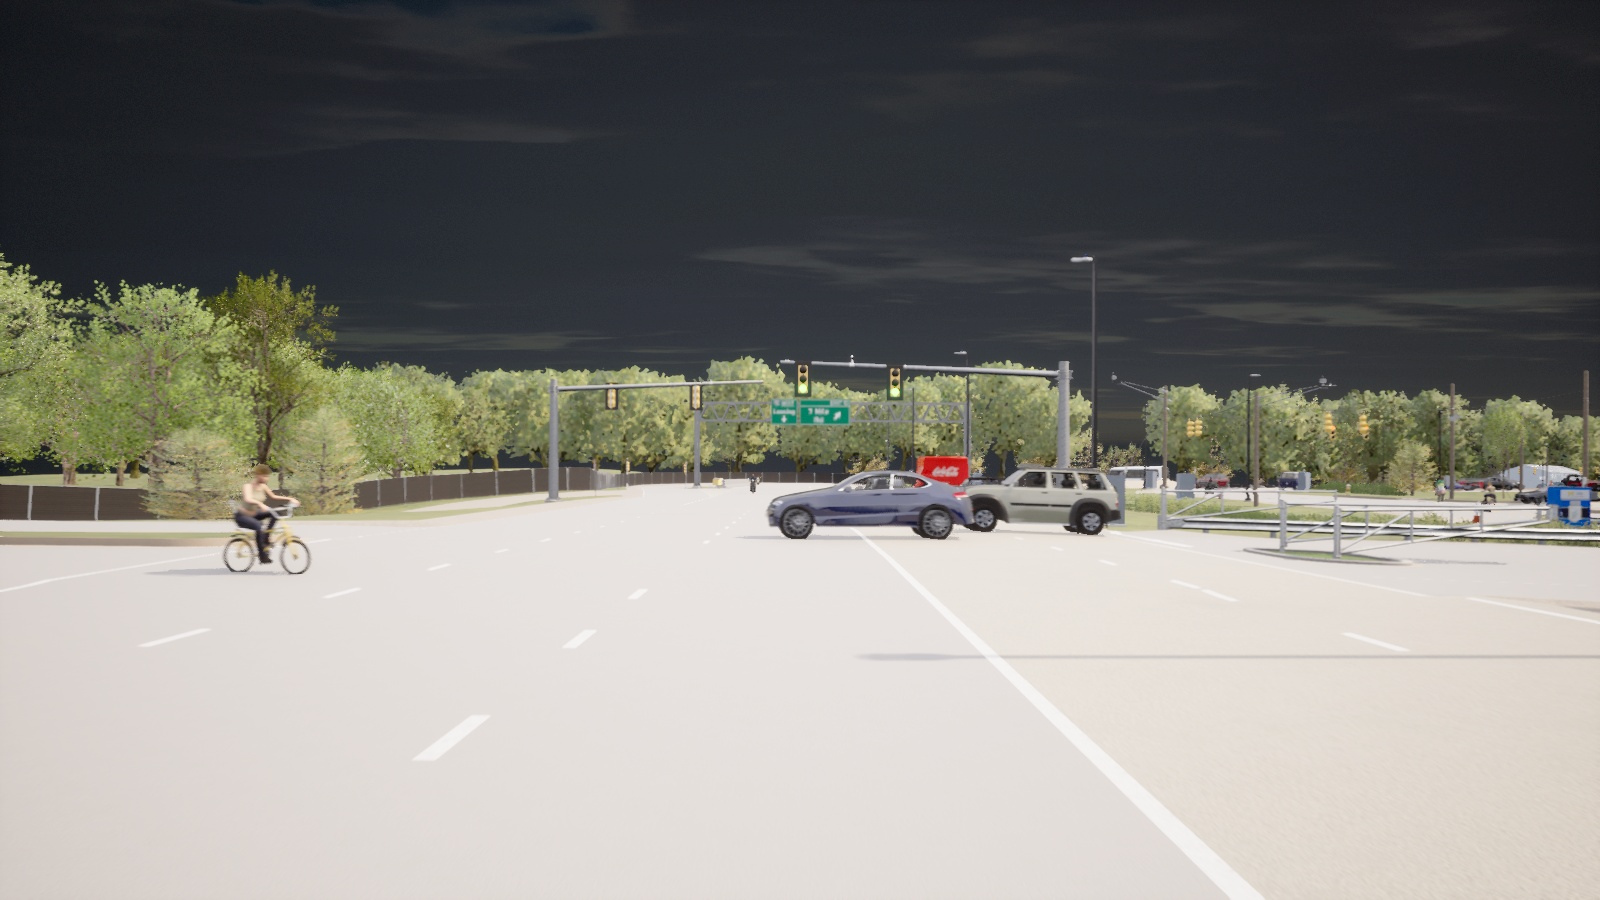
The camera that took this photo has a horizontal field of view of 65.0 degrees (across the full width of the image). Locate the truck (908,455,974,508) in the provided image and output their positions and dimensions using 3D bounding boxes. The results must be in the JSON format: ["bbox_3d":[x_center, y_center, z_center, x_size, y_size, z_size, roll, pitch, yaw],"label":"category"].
[{"bbox_3d":[6.849,1.514,61.602,2.627,2.467,5.204,0,-1,0],"label":"truck"}]

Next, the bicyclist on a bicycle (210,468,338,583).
[{"bbox_3d":[-7.772,1.090,18.577,1.509,1.612,0.866,0,1,14],"label":"bicyclist on a bicycle"}]

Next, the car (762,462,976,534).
[{"bbox_3d":[1.601,1.152,30.546,5.027,1.651,2.152,0,-1,-1],"label":"car"}]

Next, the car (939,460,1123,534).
[{"bbox_3d":[6.220,1.272,34.156,4.605,1.855,1.932,2,-1,-2],"label":"car"}]

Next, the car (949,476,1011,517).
[{"bbox_3d":[6.883,1.764,48.342,1.845,1.501,3.633,0,-1,0],"label":"car"}]
